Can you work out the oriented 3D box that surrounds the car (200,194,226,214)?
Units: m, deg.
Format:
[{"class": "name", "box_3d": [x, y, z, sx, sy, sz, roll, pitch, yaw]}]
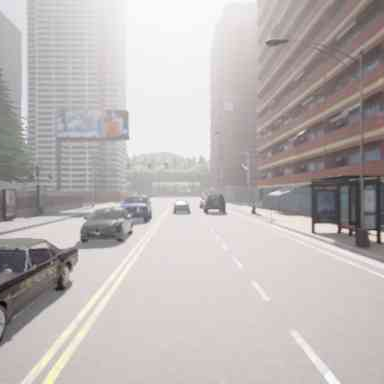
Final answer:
[{"class": "car", "box_3d": [2.394, 1.214, 36.115, 2.150, 2.045, 5.566, 0, 0, -1]}]

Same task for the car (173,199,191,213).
[{"class": "car", "box_3d": [-1.118, 1.566, 36.715, 2.033, 1.411, 5.357, 0, 0, -1]}]

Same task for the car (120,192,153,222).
[{"class": "car", "box_3d": [-4.441, 1.261, 26.904, 2.150, 2.045, 5.566, 0, 0, -2]}]

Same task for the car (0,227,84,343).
[{"class": "car", "box_3d": [-3.769, 1.629, 6.318, 1.895, 1.301, 4.718, 0, 0, -2]}]

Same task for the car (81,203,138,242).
[{"class": "car", "box_3d": [-4.109, 1.538, 16.628, 1.837, 1.490, 4.892, 0, 0, -2]}]

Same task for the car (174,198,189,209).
[{"class": "car", "box_3d": [-1.585, 1.626, 47.348, 1.895, 1.301, 4.718, 0, 0, -4]}]
